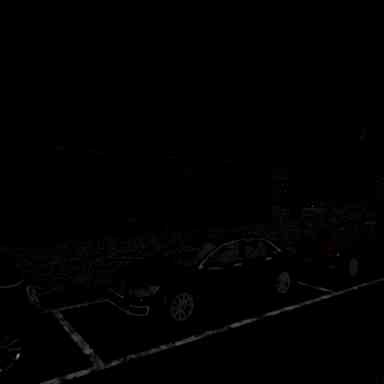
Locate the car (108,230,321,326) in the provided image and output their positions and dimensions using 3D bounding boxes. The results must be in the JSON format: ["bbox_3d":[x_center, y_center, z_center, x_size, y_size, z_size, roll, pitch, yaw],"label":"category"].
[{"bbox_3d":[0.452,1.558,6.973,4.403,1.369,2.008,0,0,-36],"label":"car"}]

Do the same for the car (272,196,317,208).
[{"bbox_3d":[11.798,1.138,38.970,2.033,1.411,5.357,0,1,-36],"label":"car"}]

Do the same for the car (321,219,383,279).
[{"bbox_3d":[4.895,1.561,10.142,4.507,1.381,1.887,0,0,-36],"label":"car"}]

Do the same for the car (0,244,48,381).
[{"bbox_3d":[-3.990,1.438,3.804,4.097,1.590,1.967,0,0,-36],"label":"car"}]
